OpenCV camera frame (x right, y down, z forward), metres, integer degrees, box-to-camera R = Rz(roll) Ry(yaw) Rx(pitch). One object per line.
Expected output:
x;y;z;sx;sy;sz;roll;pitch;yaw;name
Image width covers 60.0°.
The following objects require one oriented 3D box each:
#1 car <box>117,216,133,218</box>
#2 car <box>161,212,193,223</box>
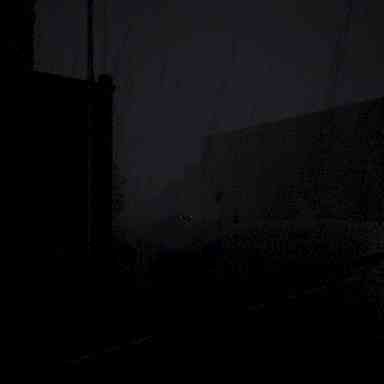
-11.077;4.131;53.919;2.128;1.511;4.902;0;-5;-36;car
-1.951;3.205;41.370;1.895;1.301;4.718;0;-5;-36;car
